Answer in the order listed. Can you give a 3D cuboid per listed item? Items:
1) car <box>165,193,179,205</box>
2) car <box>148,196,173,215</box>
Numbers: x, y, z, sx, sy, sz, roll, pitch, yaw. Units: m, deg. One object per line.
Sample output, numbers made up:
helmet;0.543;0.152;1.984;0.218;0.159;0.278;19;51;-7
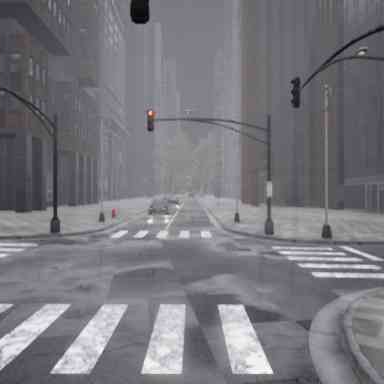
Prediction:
car;-3.141;1.363;55.418;1.882;1.535;5.008;0;0;1
car;-3.155;1.444;32.762;1.837;1.490;4.892;0;0;0
